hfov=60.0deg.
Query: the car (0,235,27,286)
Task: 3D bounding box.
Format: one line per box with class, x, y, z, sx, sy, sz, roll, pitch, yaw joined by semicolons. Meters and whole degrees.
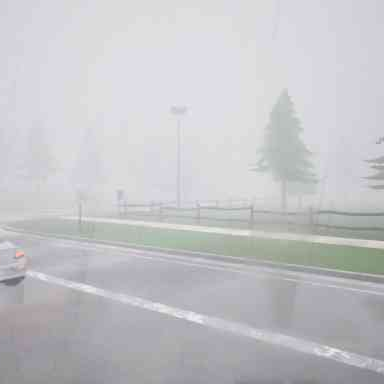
car;-5.847;1.526;8.114;4.674;1.442;1.812;0;0;36
